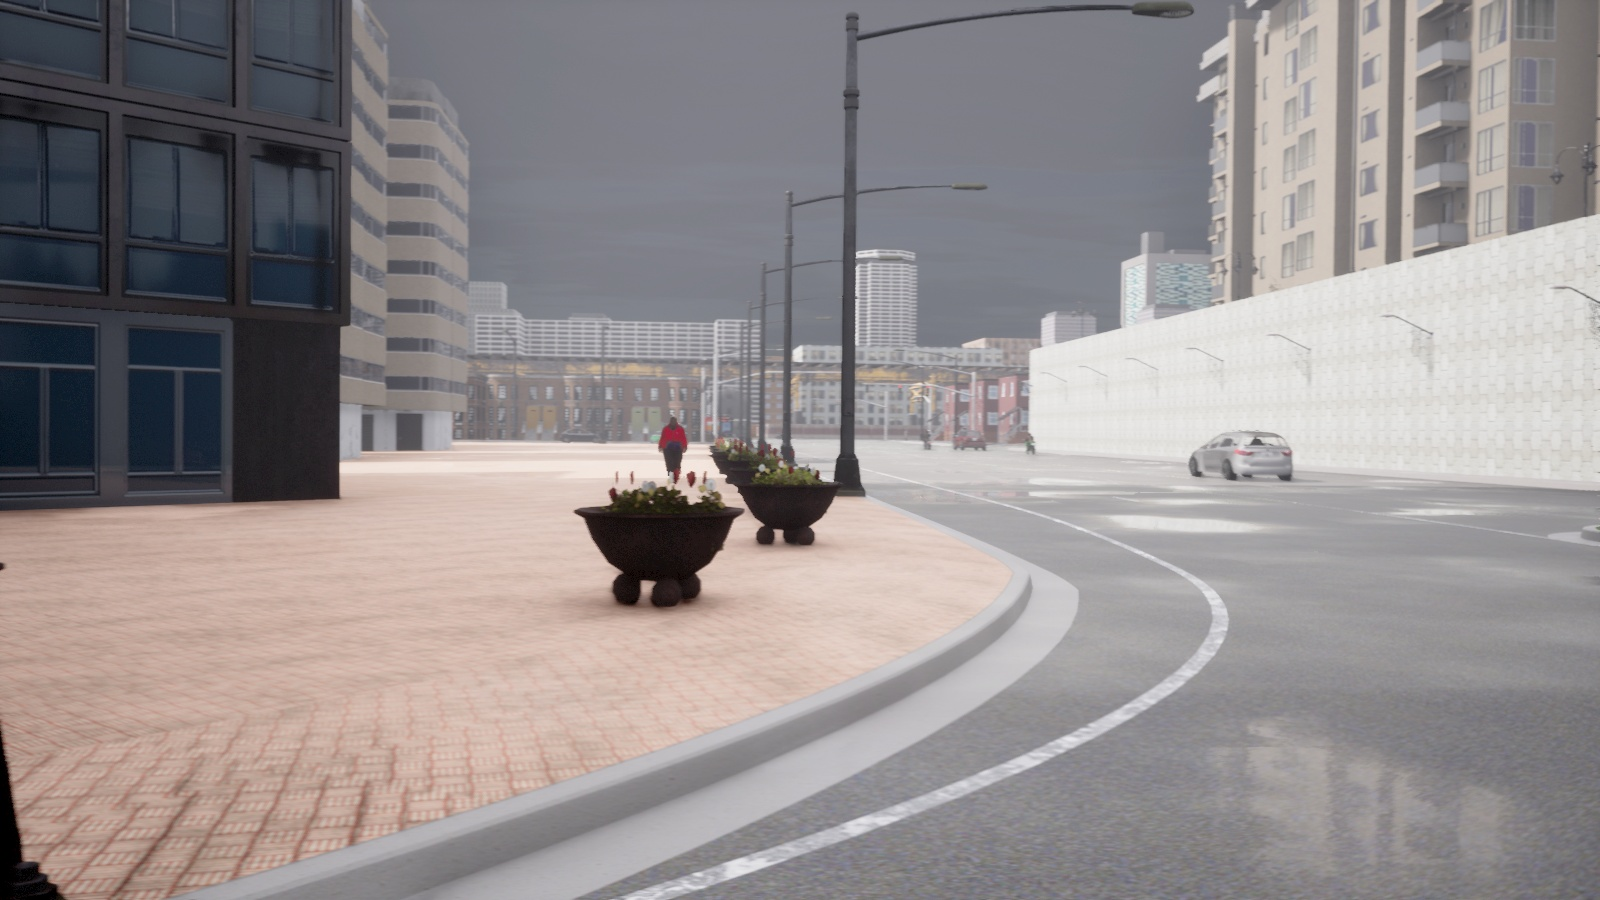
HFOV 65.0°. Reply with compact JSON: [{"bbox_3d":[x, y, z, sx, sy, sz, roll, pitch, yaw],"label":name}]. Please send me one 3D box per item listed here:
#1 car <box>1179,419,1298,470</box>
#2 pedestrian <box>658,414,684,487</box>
[{"bbox_3d":[15.248,-0.224,43.929,2.242,1.667,4.611,-1,1,-5],"label":"car"},{"bbox_3d":[-3.282,0.009,32.021,0.634,1.844,0.899,-1,1,-6],"label":"pedestrian"}]
